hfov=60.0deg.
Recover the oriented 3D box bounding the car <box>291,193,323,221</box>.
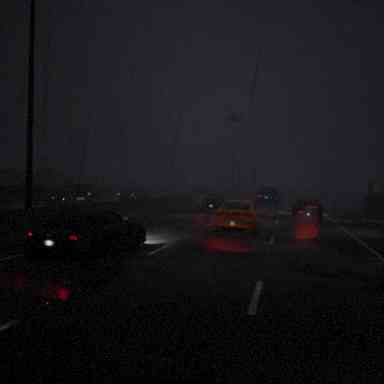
[{"bbox_3d":[8.058,1.093,23.306,1.837,1.490,4.892,2,2,17],"label":"car"}]

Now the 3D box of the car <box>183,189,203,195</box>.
[{"bbox_3d":[0.419,0.389,43.026,2.128,1.511,4.902,2,1,25],"label":"car"}]

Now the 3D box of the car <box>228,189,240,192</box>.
[{"bbox_3d":[8.215,0.008,68.474,1.994,1.385,4.181,2,2,38],"label":"car"}]

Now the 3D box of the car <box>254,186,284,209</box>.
[{"bbox_3d":[7.843,0.538,33.389,2.150,2.045,5.566,2,2,21],"label":"car"}]

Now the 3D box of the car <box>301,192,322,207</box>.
[{"bbox_3d":[13.728,0.851,38.062,1.812,1.442,4.674,2,2,26],"label":"car"}]

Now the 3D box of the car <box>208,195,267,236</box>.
[{"bbox_3d":[2.388,1.104,16.317,1.882,1.535,5.008,2,2,16],"label":"car"}]

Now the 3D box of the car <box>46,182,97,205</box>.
[{"bbox_3d":[-11.394,0.112,31.874,2.150,2.045,5.566,2,1,18],"label":"car"}]

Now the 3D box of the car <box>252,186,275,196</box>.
[{"bbox_3d":[15.397,-0.250,71.327,2.150,2.045,5.566,2,2,41],"label":"car"}]

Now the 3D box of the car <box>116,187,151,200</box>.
[{"bbox_3d":[-6.268,0.266,35.976,2.097,1.767,4.553,2,2,21],"label":"car"}]

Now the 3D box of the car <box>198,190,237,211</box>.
[{"bbox_3d":[2.187,0.850,27.906,1.812,1.442,4.674,2,2,18],"label":"car"}]

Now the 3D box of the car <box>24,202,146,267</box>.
[{"bbox_3d":[-3.010,1.214,10.240,1.994,1.385,4.181,2,2,16],"label":"car"}]
